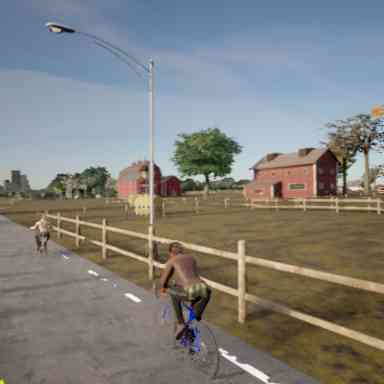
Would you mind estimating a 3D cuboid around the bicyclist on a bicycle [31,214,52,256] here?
[{"bbox_3d":[-5.970,1.688,13.278,0.866,1.612,1.509,0,-1,-33],"label":"bicyclist on a bicycle"}]

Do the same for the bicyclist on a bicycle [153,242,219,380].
[{"bbox_3d":[-0.143,1.528,4.575,0.582,1.620,1.656,0,-1,-34],"label":"bicyclist on a bicycle"}]
